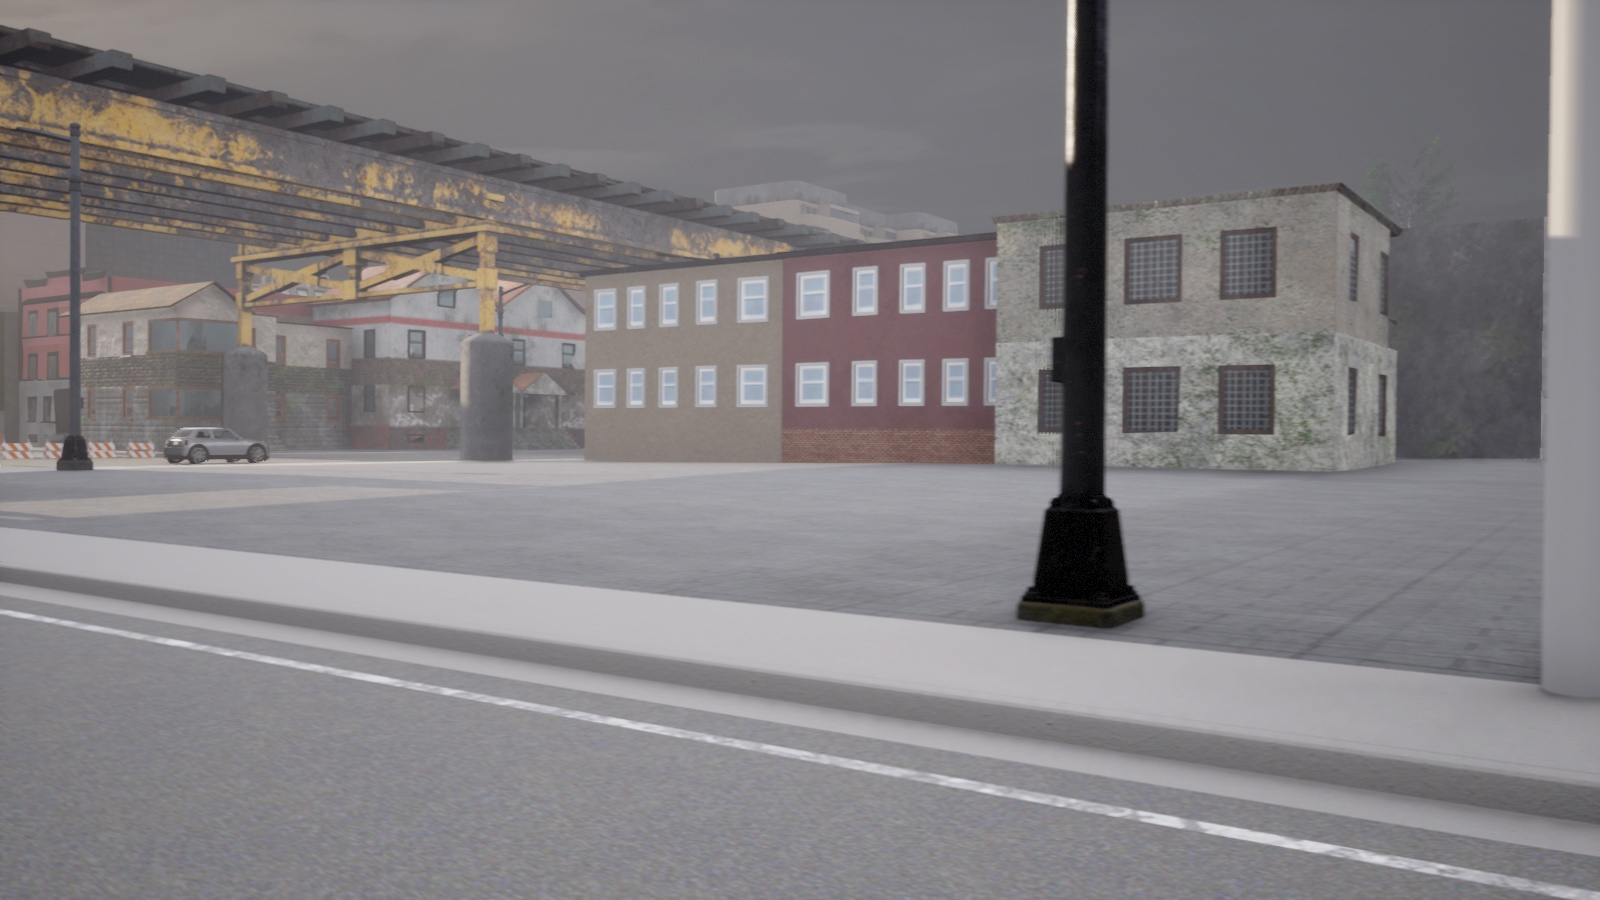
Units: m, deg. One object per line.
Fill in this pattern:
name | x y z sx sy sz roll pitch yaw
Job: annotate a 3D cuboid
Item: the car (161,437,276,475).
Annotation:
car | -23.828 0.209 51.554 1.970 1.475 3.806 0 1 34
